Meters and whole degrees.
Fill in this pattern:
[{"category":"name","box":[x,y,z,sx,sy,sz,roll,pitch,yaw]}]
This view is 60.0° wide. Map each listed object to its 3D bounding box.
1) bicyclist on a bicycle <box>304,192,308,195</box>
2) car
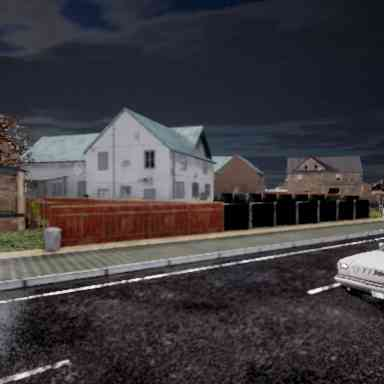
[{"category":"bicyclist on a bicycle","box":[16.311,0.827,47.589,0.582,1.620,1.656,1,1,19]},{"category":"car","box":[5.278,1.605,7.452,4.718,1.301,1.895,0,0,-35]}]
